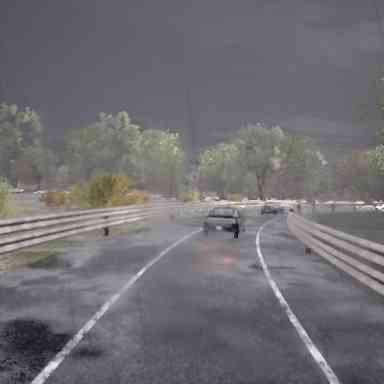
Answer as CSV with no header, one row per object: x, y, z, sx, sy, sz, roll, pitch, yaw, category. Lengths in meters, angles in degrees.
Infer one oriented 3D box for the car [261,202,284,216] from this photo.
9.488,1.961,39.060,1.812,1.442,4.674,1,-1,29,car

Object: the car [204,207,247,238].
1.944,1.585,18.615,2.128,1.511,4.902,1,0,15,car
